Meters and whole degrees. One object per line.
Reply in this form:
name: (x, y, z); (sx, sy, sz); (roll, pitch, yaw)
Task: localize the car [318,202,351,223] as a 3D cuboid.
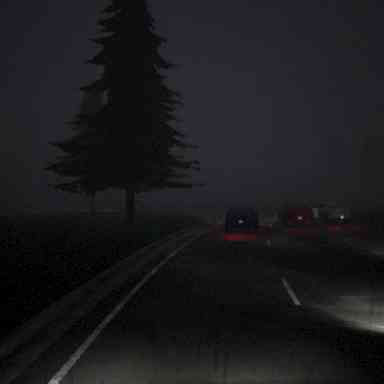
car: (10.541, 1.528, 25.796); (1.812, 1.442, 4.674); (1, 0, -2)

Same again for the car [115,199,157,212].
car: (-6.164, 1.464, 36.591); (4.674, 1.442, 1.812); (0, -1, 15)

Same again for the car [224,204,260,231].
car: (3.117, 1.464, 20.511); (1.882, 1.535, 5.008); (0, 0, 11)

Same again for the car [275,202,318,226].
car: (7.101, 1.472, 23.399); (1.882, 1.535, 5.008); (1, 0, 7)
